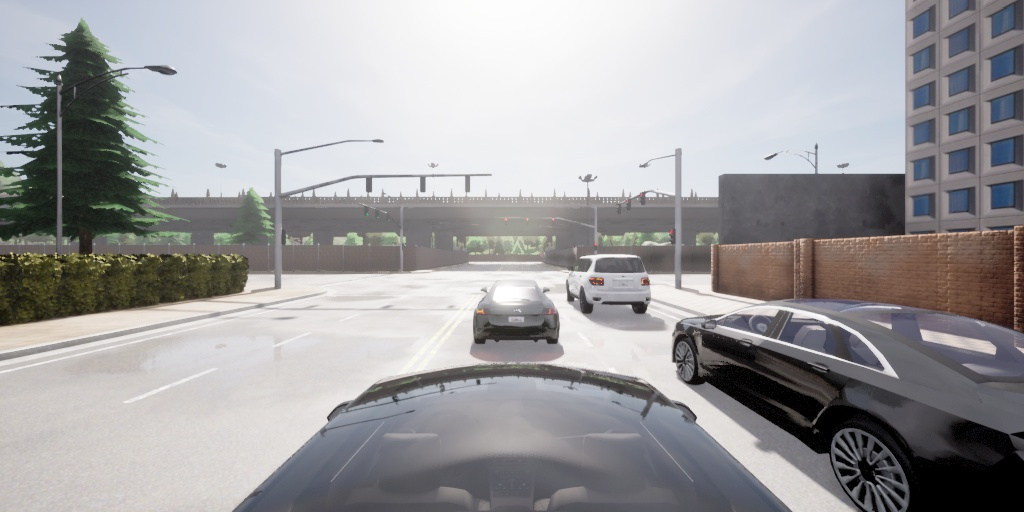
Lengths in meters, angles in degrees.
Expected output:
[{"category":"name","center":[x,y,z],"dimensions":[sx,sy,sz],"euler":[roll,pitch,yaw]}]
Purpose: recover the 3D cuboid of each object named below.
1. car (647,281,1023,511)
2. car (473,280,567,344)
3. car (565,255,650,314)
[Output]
[{"category":"car","center":[3.595,1.242,4.126],"dimensions":[2.128,1.511,4.902],"euler":[0,0,0]},{"category":"car","center":[0.092,1.314,9.586],"dimensions":[1.994,1.385,4.181],"euler":[0,0,0]},{"category":"car","center":[3.488,0.971,13.931],"dimensions":[2.150,2.045,5.566],"euler":[0,0,0]}]
